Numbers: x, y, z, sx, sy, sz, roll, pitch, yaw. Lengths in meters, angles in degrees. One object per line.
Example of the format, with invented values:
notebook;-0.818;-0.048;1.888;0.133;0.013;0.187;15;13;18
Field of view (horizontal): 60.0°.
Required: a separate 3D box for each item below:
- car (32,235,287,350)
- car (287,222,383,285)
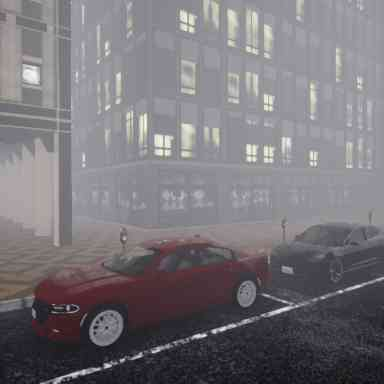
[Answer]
car;-0.500;1.544;6.206;4.507;1.381;1.887;0;0;-35
car;4.139;1.564;9.513;4.313;1.339;1.947;0;0;-35
